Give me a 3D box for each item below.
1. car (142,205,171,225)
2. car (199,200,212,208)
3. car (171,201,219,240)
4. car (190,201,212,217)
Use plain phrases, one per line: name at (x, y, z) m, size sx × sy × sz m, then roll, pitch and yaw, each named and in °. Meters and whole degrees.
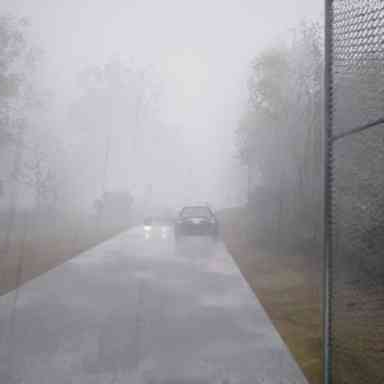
car at (-2.495, 1.703, 25.755) m, size 2.033 × 1.411 × 5.357 m, roll 0°, pitch -1°, yaw 2°
car at (2.795, 2.485, 67.713) m, size 1.882 × 1.535 × 5.008 m, roll 0°, pitch -1°, yaw 11°
car at (0.234, 1.427, 17.458) m, size 2.097 × 1.767 × 4.553 m, roll 0°, pitch 0°, yaw 1°
car at (1.064, 1.776, 35.314) m, size 2.128 × 1.511 × 4.902 m, roll 0°, pitch -1°, yaw 4°
